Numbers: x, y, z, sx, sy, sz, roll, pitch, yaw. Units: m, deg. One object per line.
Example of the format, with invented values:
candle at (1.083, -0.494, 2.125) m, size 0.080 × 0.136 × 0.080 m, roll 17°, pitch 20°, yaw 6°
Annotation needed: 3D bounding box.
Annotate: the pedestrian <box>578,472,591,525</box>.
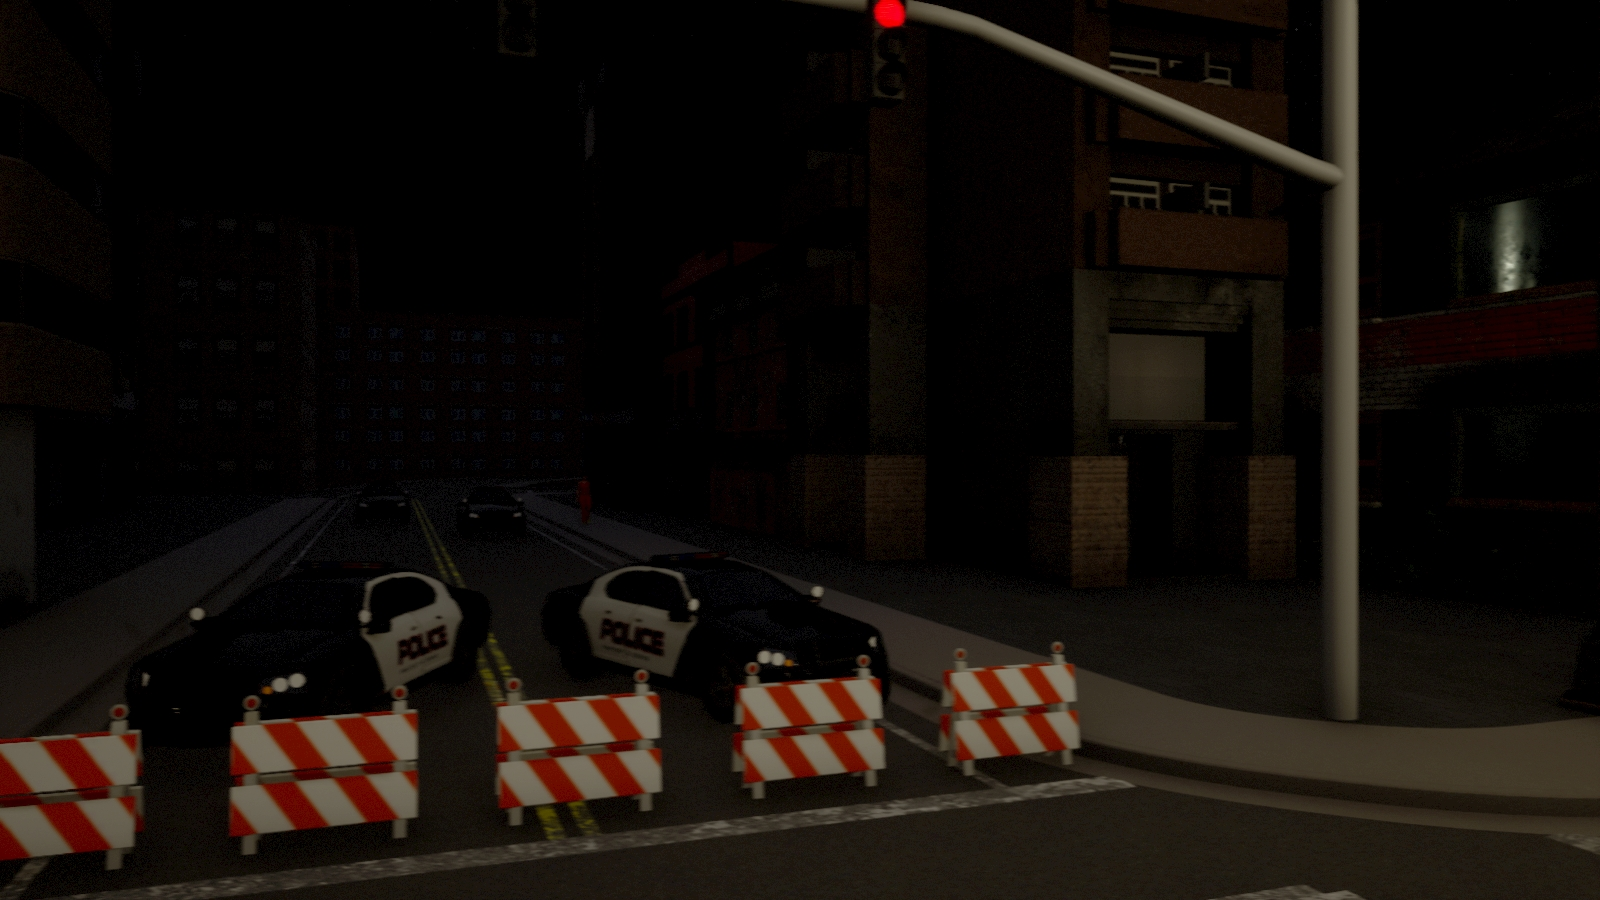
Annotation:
pedestrian at (-7.612, 1.699, 40.309) m, size 0.375 × 1.860 × 0.375 m, roll 0°, pitch 0°, yaw -21°
